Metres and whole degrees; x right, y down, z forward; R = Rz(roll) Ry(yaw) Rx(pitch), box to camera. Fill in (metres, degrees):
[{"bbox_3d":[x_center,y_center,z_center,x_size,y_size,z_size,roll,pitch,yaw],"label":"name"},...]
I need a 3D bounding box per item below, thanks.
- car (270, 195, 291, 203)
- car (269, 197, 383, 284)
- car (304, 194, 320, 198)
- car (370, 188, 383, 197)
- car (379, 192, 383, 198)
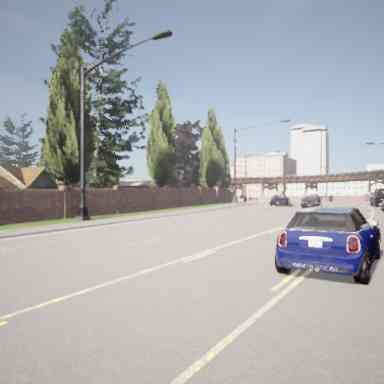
[{"bbox_3d":[10.267,0.989,38.382,1.994,1.385,4.181,0,0,24],"label":"car"},{"bbox_3d":[4.021,1.181,9.452,2.097,1.767,4.553,0,1,33],"label":"car"},{"bbox_3d":[12.788,0.968,35.342,2.033,1.411,5.357,0,0,26],"label":"car"},{"bbox_3d":[21.592,0.606,37.496,2.150,2.045,5.566,0,0,21],"label":"car"},{"bbox_3d":[17.113,0.959,28.052,1.812,1.442,4.674,0,1,27],"label":"car"}]
